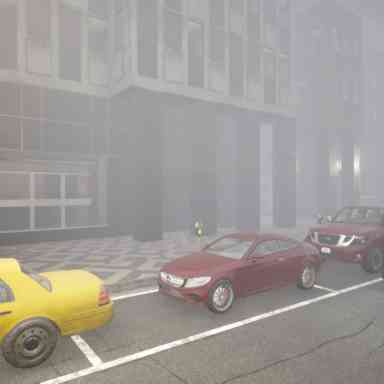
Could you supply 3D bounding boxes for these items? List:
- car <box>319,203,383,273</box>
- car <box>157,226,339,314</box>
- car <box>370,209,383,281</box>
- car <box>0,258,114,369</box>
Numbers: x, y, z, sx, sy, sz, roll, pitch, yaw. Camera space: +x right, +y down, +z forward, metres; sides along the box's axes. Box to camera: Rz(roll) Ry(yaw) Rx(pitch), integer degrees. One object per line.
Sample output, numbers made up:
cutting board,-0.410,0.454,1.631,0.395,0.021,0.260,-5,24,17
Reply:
car,5.798,1.314,10.778,5.009,1.841,2.192,0,0,-35
car,1.235,1.581,7.528,4.206,1.307,1.802,0,0,-35
car,6.593,1.351,8.073,4.553,1.767,2.097,0,0,-35
car,-3.466,1.525,4.179,4.829,1.417,1.752,0,0,-35
